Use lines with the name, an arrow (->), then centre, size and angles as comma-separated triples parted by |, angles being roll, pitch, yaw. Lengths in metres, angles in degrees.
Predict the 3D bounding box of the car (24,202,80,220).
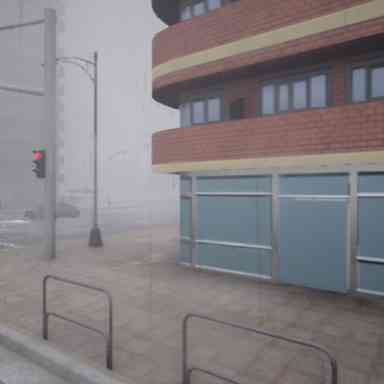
car -> -11.276, 1.505, 27.028 | 1.994, 1.385, 4.181 | 0, 0, 36
